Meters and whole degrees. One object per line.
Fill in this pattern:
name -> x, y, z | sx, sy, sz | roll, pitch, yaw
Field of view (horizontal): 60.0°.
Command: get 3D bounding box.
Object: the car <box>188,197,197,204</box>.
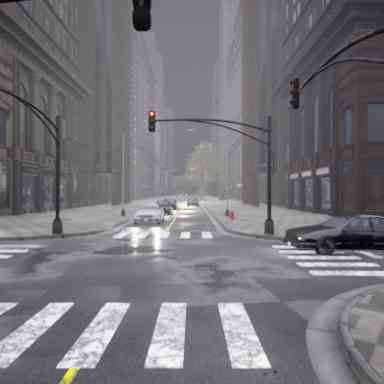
car -> 0.185, 1.691, 69.775 | 1.812, 1.442, 4.674 | 0, 0, 0

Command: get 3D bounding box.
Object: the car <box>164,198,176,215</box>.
car -> -3.059, 1.611, 34.920 | 2.033, 1.411, 5.357 | 0, 0, 0

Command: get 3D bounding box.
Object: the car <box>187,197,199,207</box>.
car -> 0.160, 1.667, 54.778 | 2.033, 1.411, 5.357 | 0, 0, -1

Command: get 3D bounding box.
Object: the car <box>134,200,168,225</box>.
car -> -3.070, 1.568, 24.511 | 1.812, 1.442, 4.674 | 0, 0, 0

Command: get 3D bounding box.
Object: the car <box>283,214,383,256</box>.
car -> 6.383, 1.592, 12.888 | 5.357, 1.411, 2.033 | 0, 0, -4
